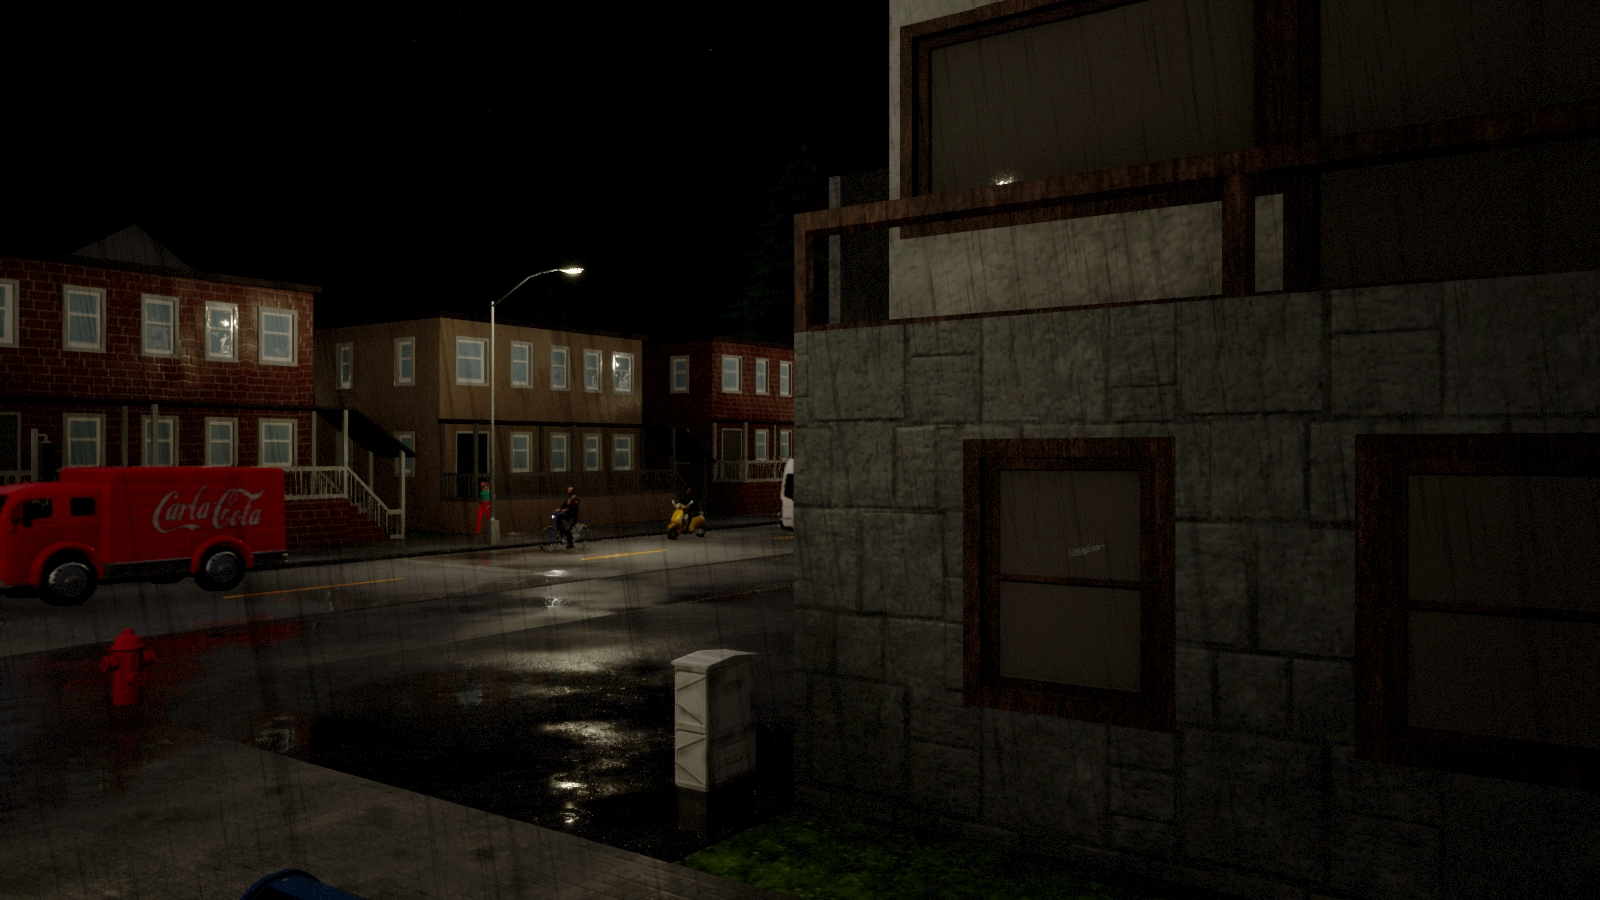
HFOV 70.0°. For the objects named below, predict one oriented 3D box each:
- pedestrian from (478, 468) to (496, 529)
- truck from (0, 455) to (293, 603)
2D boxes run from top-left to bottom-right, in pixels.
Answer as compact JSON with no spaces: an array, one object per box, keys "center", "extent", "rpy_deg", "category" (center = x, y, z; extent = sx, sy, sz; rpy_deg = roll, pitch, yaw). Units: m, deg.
[{"center":[-9.793,1.512,35.718],"extent":[0.375,1.860,0.375],"rpy_deg":[0,0,34],"category":"pedestrian"},{"center":[-13.002,1.338,22.129],"extent":[2.627,2.467,5.204],"rpy_deg":[0,0,35],"category":"truck"}]
